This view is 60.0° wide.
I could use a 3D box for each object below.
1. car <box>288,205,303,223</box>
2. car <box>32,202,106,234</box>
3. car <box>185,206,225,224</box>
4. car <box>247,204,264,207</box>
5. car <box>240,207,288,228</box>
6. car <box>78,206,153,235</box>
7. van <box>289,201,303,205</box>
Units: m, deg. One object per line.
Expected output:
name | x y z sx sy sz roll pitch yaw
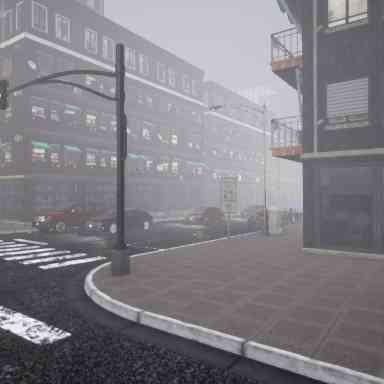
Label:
car | 9.024 2.123 30.824 2.008 1.369 4.403 -2 -2 35
car | -7.651 1.607 21.637 2.192 1.841 5.009 -1 -2 35
car | 1.289 2.023 29.802 1.812 1.442 4.674 0 -1 35
car | 7.262 2.192 38.280 1.837 1.490 4.892 0 -1 35
car | 5.753 2.050 26.174 1.802 1.307 4.206 -2 -2 35
car | -4.564 1.817 21.497 1.837 1.490 4.892 0 -1 35
van | 18.513 2.467 58.825 1.690 1.788 3.998 -2 -2 35
